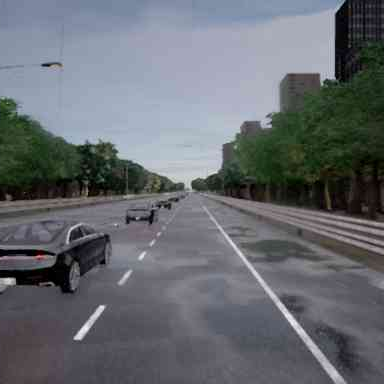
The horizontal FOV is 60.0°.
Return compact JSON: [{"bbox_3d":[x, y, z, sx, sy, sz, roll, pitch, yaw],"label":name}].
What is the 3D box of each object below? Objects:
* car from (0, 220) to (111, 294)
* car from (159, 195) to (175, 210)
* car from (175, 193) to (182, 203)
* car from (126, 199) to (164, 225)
[{"bbox_3d":[-3.500,1.491,8.771,2.128,1.511,4.902,0,0,0],"label":"car"},{"bbox_3d":[-3.495,1.468,41.906,1.837,1.490,4.892,0,0,0],"label":"car"},{"bbox_3d":[-3.489,1.432,67.903,1.837,1.490,4.892,0,0,0],"label":"car"},{"bbox_3d":[-3.497,1.480,23.905,2.128,1.511,4.902,0,0,0],"label":"car"}]
